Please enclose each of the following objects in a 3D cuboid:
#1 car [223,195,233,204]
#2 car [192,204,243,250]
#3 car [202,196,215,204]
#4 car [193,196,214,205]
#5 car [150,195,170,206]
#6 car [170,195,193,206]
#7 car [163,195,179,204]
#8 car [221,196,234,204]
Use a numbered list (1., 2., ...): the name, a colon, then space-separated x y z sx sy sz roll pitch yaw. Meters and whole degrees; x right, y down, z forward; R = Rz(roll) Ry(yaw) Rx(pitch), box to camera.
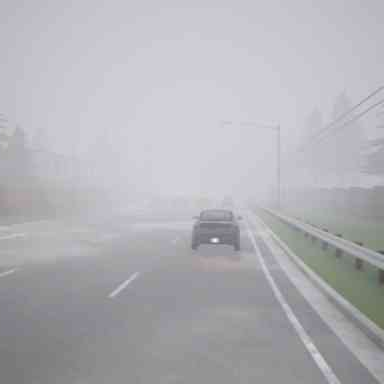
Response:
1. car: 6.751 1.399 62.355 1.812 1.442 4.674 0 0 7
2. car: 1.081 1.473 14.292 1.837 1.490 4.892 0 0 6
3. car: 3.062 1.455 61.009 1.895 1.301 4.718 0 0 7
4. car: 1.804 1.351 50.635 1.882 1.535 5.008 0 0 7
5. car: -5.145 1.305 51.478 1.882 1.535 5.008 0 0 7
6. car: -1.563 1.341 51.079 2.128 1.511 4.902 0 0 7
7. car: -3.890 1.299 61.822 2.128 1.511 4.902 0 0 7
8. car: 5.336 1.445 49.868 2.033 1.411 5.357 0 0 7
